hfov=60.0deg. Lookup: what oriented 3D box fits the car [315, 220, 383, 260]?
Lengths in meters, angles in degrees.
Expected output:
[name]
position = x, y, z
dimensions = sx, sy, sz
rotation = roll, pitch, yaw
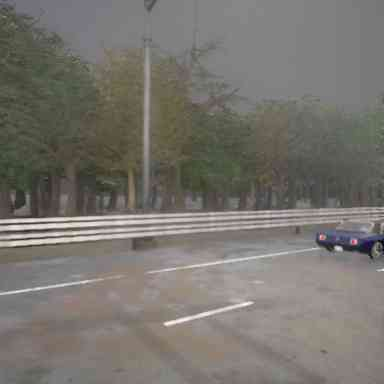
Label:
[car]
position = 7.029, 1.725, 12.943
dimensions = 4.718, 1.301, 1.895
rotation = 1, 0, -33
